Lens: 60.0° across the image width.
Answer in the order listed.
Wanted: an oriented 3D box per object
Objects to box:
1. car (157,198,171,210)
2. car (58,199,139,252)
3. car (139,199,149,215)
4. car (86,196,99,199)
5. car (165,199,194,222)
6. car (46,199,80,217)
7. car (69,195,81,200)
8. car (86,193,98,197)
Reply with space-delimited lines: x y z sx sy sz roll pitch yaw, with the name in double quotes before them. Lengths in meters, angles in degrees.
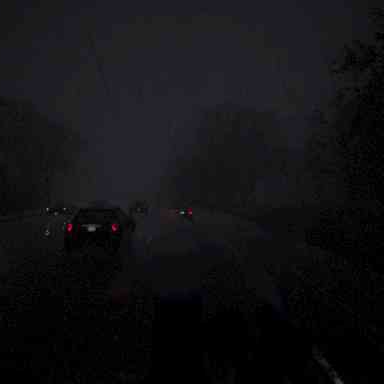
"car" -3.453 1.475 42.757 2.128 1.511 4.902 0 0 -12
"car" -3.668 1.345 14.009 2.097 1.767 4.553 0 0 -2
"car" -5.374 1.475 33.718 2.128 1.511 4.902 0 0 -8
"car" -8.915 1.459 32.302 1.882 1.535 5.008 0 0 -8
"car" -0.920 1.536 26.259 2.033 1.411 5.357 0 0 -5
"car" -12.302 1.580 31.538 1.895 1.301 4.718 0 0 -8
"car" -24.923 1.442 70.821 2.128 1.511 4.902 0 0 -29
"car" -21.705 1.148 72.209 2.150 2.045 5.566 0 0 -26
